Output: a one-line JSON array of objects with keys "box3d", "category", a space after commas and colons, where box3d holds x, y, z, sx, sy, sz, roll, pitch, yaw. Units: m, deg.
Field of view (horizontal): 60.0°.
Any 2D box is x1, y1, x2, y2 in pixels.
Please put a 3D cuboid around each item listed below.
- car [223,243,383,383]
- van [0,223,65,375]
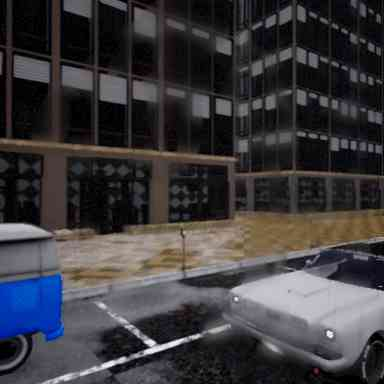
[{"box3d": [2.788, 1.586, 5.357, 4.718, 1.301, 1.895, 0, 0, -35], "category": "car"}, {"box3d": [-3.630, 1.343, 3.964, 3.998, 1.788, 1.690, 0, 0, -36], "category": "van"}]
